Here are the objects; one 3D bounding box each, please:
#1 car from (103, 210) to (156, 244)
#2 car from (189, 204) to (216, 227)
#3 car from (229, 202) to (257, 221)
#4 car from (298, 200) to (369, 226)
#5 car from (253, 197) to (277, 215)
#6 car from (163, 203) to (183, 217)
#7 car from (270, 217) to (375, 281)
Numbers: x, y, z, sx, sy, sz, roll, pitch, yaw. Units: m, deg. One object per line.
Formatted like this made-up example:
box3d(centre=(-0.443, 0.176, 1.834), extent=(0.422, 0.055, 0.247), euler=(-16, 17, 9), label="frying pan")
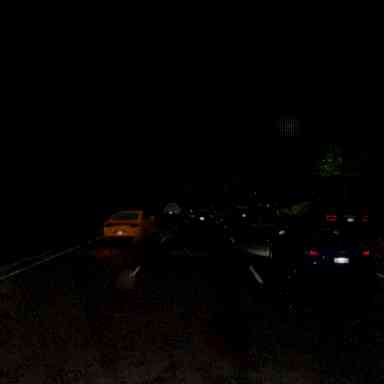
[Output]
box3d(centre=(-3.065, 1.671, 17.093), extent=(1.882, 1.535, 5.008), euler=(0, -1, 2), label="car")
box3d(centre=(0.808, 1.848, 25.245), extent=(1.994, 1.385, 4.181), euler=(0, -1, 3), label="car")
box3d(centre=(4.601, 1.873, 30.855), extent=(1.812, 1.442, 4.674), euler=(0, -1, 3), label="car")
box3d(centre=(7.473, 1.426, 18.130), extent=(2.150, 2.045, 5.566), euler=(0, -1, 2), label="car")
box3d(centre=(8.589, 1.666, 39.669), extent=(2.150, 2.045, 5.566), euler=(0, -1, 3), label="car")
box3d(centre=(-2.082, 1.940, 36.833), extent=(1.812, 1.442, 4.674), euler=(0, -1, 3), label="car")
box3d(centre=(3.729, 1.680, 10.205), extent=(1.994, 1.385, 4.181), euler=(0, -1, 1), label="car")
